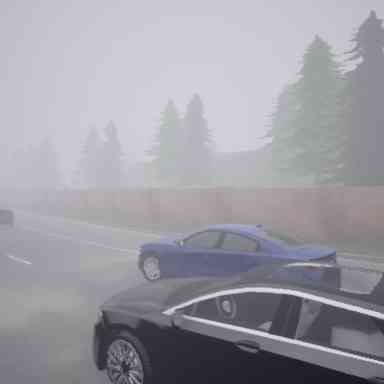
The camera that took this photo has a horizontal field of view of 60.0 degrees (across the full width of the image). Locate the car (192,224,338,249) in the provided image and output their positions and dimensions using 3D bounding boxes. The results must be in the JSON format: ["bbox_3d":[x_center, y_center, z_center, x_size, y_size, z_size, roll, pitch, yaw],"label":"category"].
[{"bbox_3d":[0.849,1.498,7.940,5.008,1.535,1.882,1,0,38],"label":"car"}]

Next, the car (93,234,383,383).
[{"bbox_3d":[1.009,1.506,3.410,4.902,1.511,2.128,0,0,36],"label":"car"}]

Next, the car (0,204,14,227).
[{"bbox_3d":[-13.184,1.460,21.816,1.882,1.535,5.008,0,0,-41],"label":"car"}]
